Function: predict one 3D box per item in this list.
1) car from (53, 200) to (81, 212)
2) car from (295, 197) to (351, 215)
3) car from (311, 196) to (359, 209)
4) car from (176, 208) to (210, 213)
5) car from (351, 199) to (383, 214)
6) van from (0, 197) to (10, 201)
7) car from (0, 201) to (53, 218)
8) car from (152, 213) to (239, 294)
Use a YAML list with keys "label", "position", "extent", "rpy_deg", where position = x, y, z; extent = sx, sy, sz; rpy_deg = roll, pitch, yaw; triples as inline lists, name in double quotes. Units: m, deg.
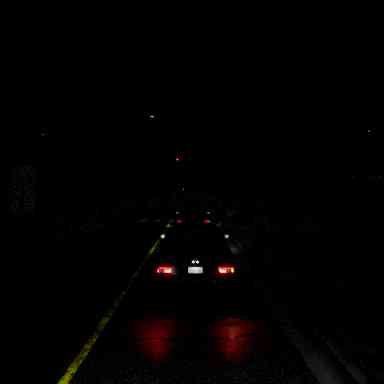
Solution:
- label: "car"
  position: [-15.552, 1.584, 38.783]
  extent: [4.829, 1.417, 1.752]
  rpy_deg: [-1, 1, 0]
- label: "car"
  position: [11.602, 1.418, 30.277]
  extent: [4.313, 1.339, 1.947]
  rpy_deg: [-1, 1, 0]
- label: "car"
  position: [16.629, 1.232, 38.805]
  extent: [4.829, 1.417, 1.752]
  rpy_deg: [-1, 1, 0]
- label: "car"
  position: [0.050, 1.549, 18.119]
  extent: [1.994, 1.385, 4.181]
  rpy_deg: [0, 0, 0]
- label: "car"
  position: [16.981, 1.341, 30.281]
  extent: [4.403, 1.369, 2.008]
  rpy_deg: [-1, 1, 0]
- label: "van"
  position: [-21.064, 1.456, 38.775]
  extent: [3.998, 1.788, 1.690]
  rpy_deg: [-1, 1, 0]
- label: "car"
  position: [-15.366, 1.727, 30.259]
  extent: [4.206, 1.307, 1.802]
  rpy_deg: [-1, 1, 0]
- label: "car"
  position: [0.075, 1.542, 8.893]
  extent: [2.033, 1.411, 5.357]
  rpy_deg: [0, 0, 0]
